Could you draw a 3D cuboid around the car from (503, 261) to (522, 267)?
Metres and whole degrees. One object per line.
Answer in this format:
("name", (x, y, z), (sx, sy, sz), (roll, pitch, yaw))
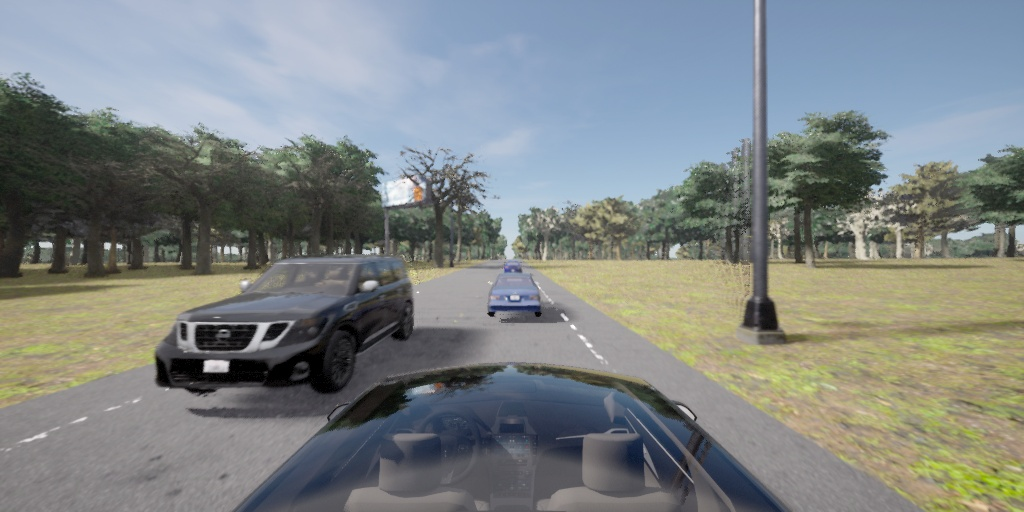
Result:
("car", (0.090, 1.213, 37.070), (1.812, 1.442, 4.674), (0, 1, 0))

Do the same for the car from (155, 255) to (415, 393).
("car", (-3.581, 0.994, 7.121), (2.150, 2.045, 5.566), (0, 0, 0))

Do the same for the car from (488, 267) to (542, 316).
("car", (0.089, 1.334, 13.601), (2.033, 1.411, 5.357), (0, 0, 0))
